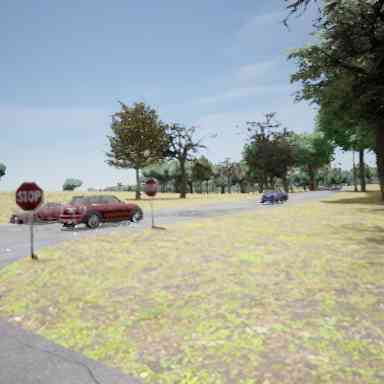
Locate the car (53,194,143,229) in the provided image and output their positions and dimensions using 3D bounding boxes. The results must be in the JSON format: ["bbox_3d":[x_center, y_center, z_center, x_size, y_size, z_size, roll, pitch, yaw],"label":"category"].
[{"bbox_3d":[-4.815,0.950,18.336,2.097,1.767,4.553,-3,-1,34],"label":"car"}]

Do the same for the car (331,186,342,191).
[{"bbox_3d":[37.946,-1.007,86.987,1.895,1.301,4.718,-3,0,35],"label":"car"}]

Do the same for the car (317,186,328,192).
[{"bbox_3d":[34.868,-0.895,88.696,2.033,1.411,5.357,-3,0,35],"label":"car"}]

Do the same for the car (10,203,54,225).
[{"bbox_3d":[-10.147,1.493,22.916,1.994,1.385,4.181,-3,-1,34],"label":"car"}]

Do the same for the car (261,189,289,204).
[{"bbox_3d":[10.010,0.468,40.012,2.097,1.767,4.553,-3,0,34],"label":"car"}]
